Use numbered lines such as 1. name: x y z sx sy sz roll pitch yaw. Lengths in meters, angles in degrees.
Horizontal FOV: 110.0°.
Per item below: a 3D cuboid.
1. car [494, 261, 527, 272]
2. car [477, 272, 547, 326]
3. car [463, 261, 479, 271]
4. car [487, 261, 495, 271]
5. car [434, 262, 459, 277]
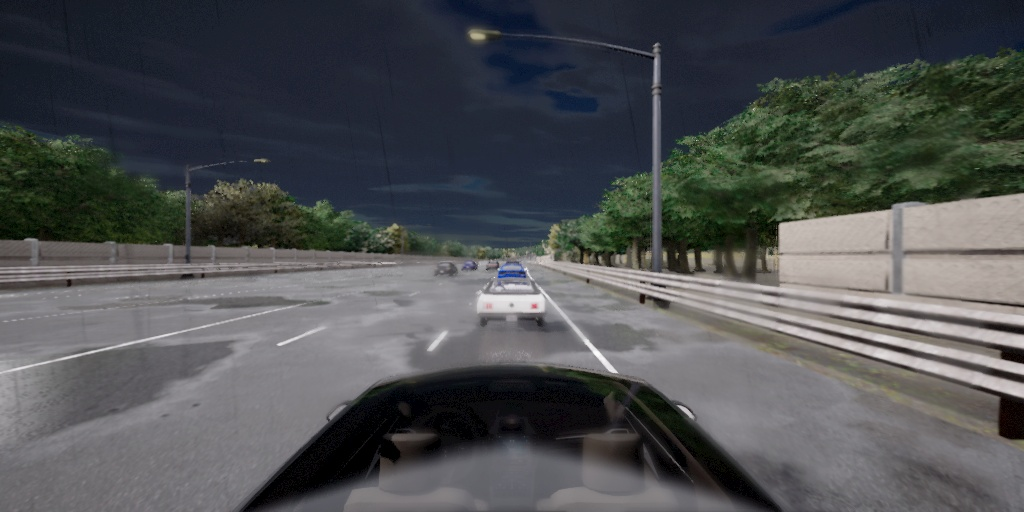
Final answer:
1. car: -0.002 1.271 24.865 1.882 1.535 5.008 0 0 0
2. car: 0.001 1.361 11.718 1.895 1.301 4.718 0 0 0
3. car: -6.303 1.492 54.444 1.812 1.442 4.674 0 -1 2
4. car: -2.788 1.441 54.795 2.128 1.511 4.902 0 -1 2
5. car: -6.825 1.388 37.381 1.812 1.442 4.674 0 0 1
